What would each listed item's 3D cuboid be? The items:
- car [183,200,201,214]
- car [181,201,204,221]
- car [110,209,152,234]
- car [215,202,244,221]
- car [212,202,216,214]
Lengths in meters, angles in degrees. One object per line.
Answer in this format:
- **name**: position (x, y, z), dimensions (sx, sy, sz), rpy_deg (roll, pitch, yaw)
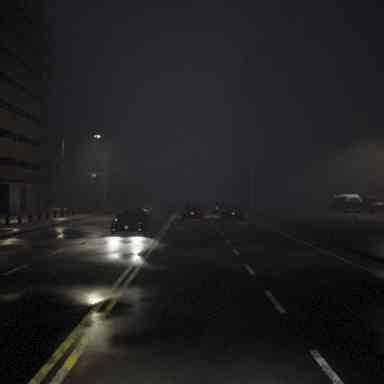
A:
- **car**: position (-0.012, 1.801, 40.519), dimensions (2.128, 1.511, 4.902), rpy_deg (0, 0, 0)
- **car**: position (0.022, 1.793, 29.939), dimensions (1.994, 1.385, 4.181), rpy_deg (0, 0, 0)
- **car**: position (-3.554, 1.735, 20.019), dimensions (1.994, 1.385, 4.181), rpy_deg (0, 0, 0)
- **car**: position (3.480, 1.791, 29.914), dimensions (1.994, 1.385, 4.181), rpy_deg (0, 0, 1)
- **car**: position (3.409, 1.849, 39.698), dimensions (2.033, 1.411, 5.357), rpy_deg (0, 0, 0)
